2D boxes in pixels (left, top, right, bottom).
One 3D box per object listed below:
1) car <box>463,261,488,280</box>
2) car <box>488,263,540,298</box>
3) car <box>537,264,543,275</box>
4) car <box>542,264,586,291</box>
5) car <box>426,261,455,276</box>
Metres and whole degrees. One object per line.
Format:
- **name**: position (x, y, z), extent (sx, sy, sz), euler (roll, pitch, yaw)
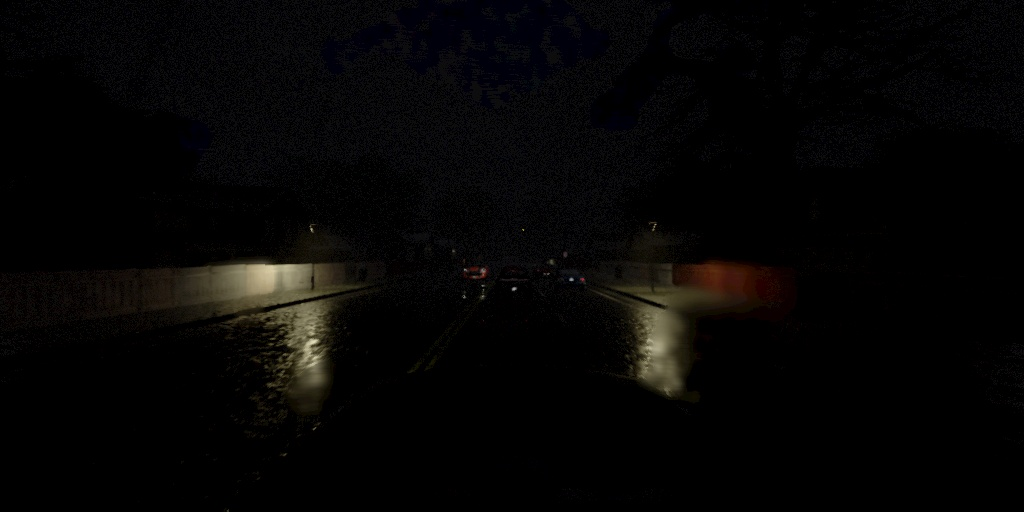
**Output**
- **car**: position (-3.247, 1.253, 32.959), extent (2.097, 1.767, 4.553), euler (0, 0, 0)
- **car**: position (0.102, 1.319, 18.853), extent (2.128, 1.511, 4.902), euler (0, 0, 0)
- **car**: position (3.316, 1.517, 38.639), extent (1.895, 1.301, 4.718), euler (0, 0, 0)
- **car**: position (3.356, 1.394, 22.732), extent (2.033, 1.411, 5.357), euler (0, 0, 0)
- **car**: position (-6.497, 1.099, 32.897), extent (1.895, 1.301, 4.718), euler (0, 0, 0)
